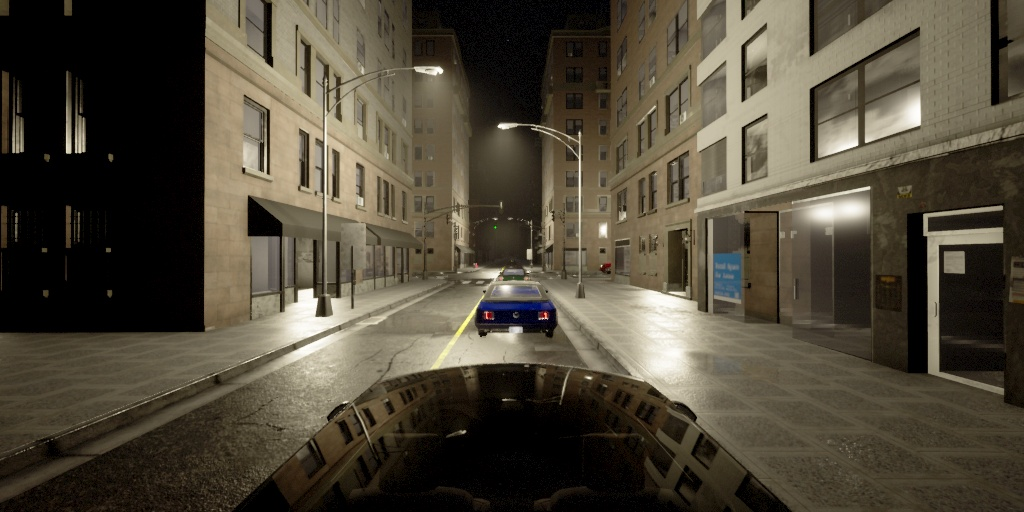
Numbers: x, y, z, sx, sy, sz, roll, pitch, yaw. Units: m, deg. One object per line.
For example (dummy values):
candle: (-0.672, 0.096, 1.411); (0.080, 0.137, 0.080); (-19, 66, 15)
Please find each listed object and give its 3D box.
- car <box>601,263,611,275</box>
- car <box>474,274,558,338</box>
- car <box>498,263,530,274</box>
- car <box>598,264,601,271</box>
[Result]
car: (12.443, 1.325, 37.395); (5.357, 1.411, 2.033); (0, 0, 0)
car: (0.099, 1.352, 10.172); (1.895, 1.301, 4.718); (0, 0, 0)
car: (0.115, 1.322, 21.079); (1.994, 1.385, 4.181); (0, 0, 1)
car: (12.256, 1.102, 39.928); (5.009, 1.841, 2.192); (0, 0, 0)
